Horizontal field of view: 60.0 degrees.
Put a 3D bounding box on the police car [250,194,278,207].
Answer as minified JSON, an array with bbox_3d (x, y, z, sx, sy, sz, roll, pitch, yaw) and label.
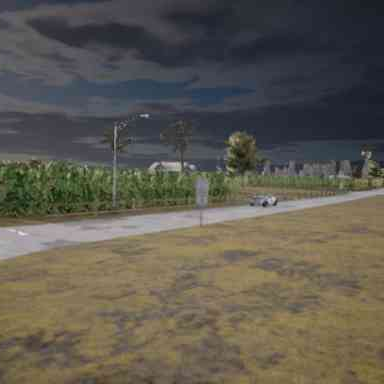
[{"bbox_3d":[8.926,1.023,41.328,2.038,1.542,4.974,3,3,36],"label":"police car"}]
